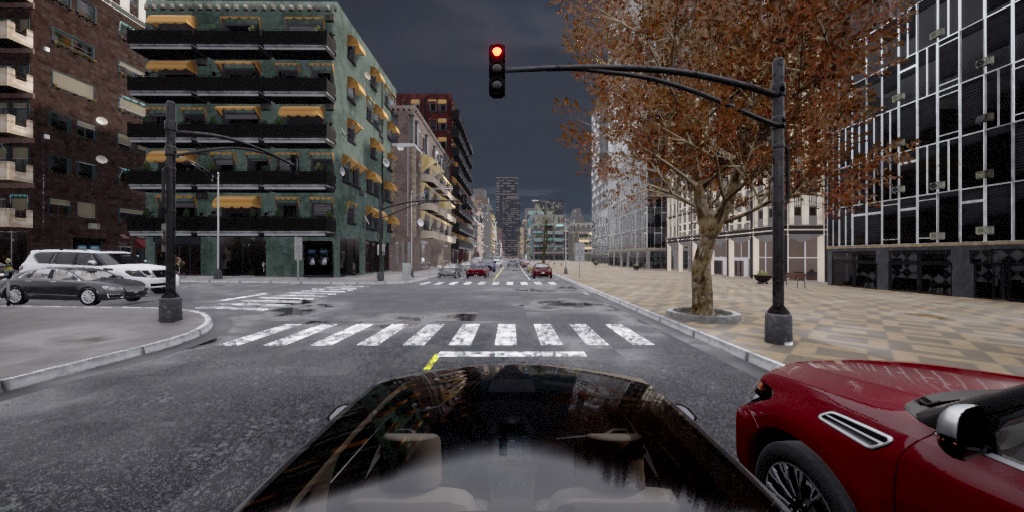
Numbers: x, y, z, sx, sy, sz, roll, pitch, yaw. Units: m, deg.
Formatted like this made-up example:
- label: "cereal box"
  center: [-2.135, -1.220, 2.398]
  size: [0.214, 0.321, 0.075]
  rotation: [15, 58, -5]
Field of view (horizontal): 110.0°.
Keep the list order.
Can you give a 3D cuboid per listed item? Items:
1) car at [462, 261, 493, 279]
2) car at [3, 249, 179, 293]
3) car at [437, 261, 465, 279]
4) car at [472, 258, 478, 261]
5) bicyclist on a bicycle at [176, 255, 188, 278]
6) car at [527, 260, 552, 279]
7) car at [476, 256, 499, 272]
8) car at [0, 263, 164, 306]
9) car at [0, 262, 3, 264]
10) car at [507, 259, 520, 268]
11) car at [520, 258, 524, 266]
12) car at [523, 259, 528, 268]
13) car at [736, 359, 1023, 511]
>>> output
- label: "car"
  center: [-3.108, 1.363, 33.010]
  size: [1.895, 1.301, 4.718]
  rotation: [0, 0, 0]
- label: "car"
  center: [-18.430, 0.738, 16.126]
  size: [5.566, 2.045, 2.150]
  rotation: [1, 0, -1]
- label: "car"
  center: [-5.696, 1.312, 32.976]
  size: [2.007, 1.370, 4.403]
  rotation: [0, 0, 0]
- label: "car"
  center: [-5.698, 1.323, 44.041]
  size: [2.007, 1.370, 4.403]
  rotation: [0, 0, 0]
- label: "bicyclist on a bicycle"
  center: [-23.173, 0.761, 24.817]
  size: [0.582, 1.620, 1.656]
  rotation: [1, 0, -1]
- label: "car"
  center: [2.685, 1.307, 32.977]
  size: [1.888, 1.381, 4.507]
  rotation: [0, 0, 0]
- label: "car"
  center: [-3.106, 1.127, 45.122]
  size: [2.097, 1.767, 4.553]
  rotation: [0, 0, 0]
- label: "car"
  center: [-16.437, 1.092, 13.558]
  size: [4.403, 1.370, 2.007]
  rotation: [0, 0, -1]
- label: "car"
  center: [-33.192, 0.869, 21.766]
  size: [4.403, 1.370, 2.007]
  rotation: [0, 0, -1]
- label: "car"
  center: [0.087, 1.289, 64.453]
  size: [2.128, 1.511, 4.902]
  rotation: [0, 0, 0]
- label: "car"
  center: [2.679, 1.375, 60.640]
  size: [1.802, 1.307, 4.207]
  rotation: [0, 0, 0]
- label: "car"
  center: [2.682, 1.298, 44.213]
  size: [1.751, 1.417, 4.829]
  rotation: [0, 0, 0]
- label: "car"
  center: [2.692, 1.065, 0.590]
  size: [2.192, 1.841, 5.009]
  rotation: [0, 0, 0]
